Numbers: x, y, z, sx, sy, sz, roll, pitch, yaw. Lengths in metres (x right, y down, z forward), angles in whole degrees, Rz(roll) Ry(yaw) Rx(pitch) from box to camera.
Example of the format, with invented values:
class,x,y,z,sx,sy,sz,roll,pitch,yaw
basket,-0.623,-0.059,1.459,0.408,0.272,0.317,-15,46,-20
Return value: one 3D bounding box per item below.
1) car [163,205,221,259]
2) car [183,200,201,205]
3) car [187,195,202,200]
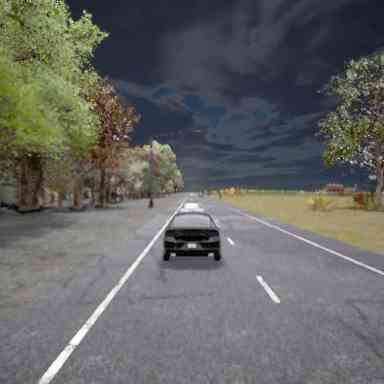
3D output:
class,x,y,z,sx,sy,sz,roll,pitch,yaw
car,0.002,1.469,12.504,1.882,1.535,5.008,0,0,0
car,-0.001,1.579,27.730,1.895,1.301,4.718,0,0,0
car,-0.006,1.497,49.596,2.033,1.411,5.357,0,0,0
